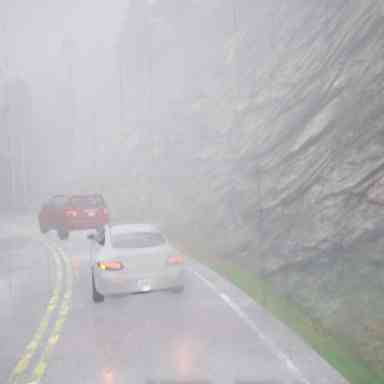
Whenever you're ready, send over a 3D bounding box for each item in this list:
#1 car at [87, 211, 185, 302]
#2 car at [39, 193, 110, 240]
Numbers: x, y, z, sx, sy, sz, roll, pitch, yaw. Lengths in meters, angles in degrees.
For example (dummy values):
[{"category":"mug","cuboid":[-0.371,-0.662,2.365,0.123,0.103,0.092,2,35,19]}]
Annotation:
[{"category":"car","cuboid":[-1.498,1.426,8.073,1.812,1.442,4.674,-1,1,-17]},{"category":"car","cuboid":[-6.015,1.079,16.700,2.150,2.045,5.566,-4,2,-37]}]
